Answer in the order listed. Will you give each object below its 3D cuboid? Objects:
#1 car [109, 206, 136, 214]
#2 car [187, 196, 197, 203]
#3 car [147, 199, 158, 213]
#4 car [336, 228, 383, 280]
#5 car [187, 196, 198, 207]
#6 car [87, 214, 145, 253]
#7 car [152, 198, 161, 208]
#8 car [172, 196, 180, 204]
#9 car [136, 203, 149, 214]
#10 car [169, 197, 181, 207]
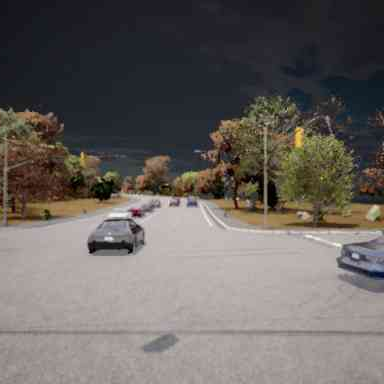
[{"bbox_3d":[-7.091,2.334,33.041,1.812,1.442,4.674,0,-1,0],"label":"car"},{"bbox_3d":[-0.062,1.662,74.769,1.882,1.535,5.008,0,1,-3],"label":"car"},{"bbox_3d":[-7.014,2.378,51.812,2.033,1.411,5.357,0,1,1],"label":"car"},{"bbox_3d":[6.792,1.727,9.009,5.357,1.411,2.033,0,-2,-6],"label":"car"},{"bbox_3d":[0.028,1.921,64.593,2.097,1.767,4.553,0,1,0],"label":"car"},{"bbox_3d":[-3.393,1.926,15.568,1.994,1.385,4.181,0,-2,0],"label":"car"},{"bbox_3d":[-6.972,1.980,61.971,2.097,1.767,4.553,0,1,0],"label":"car"},{"bbox_3d":[-3.585,1.842,75.041,1.837,1.490,4.892,0,1,-3],"label":"car"},{"bbox_3d":[-7.070,2.493,42.066,1.895,1.301,4.718,0,0,0],"label":"car"},{"bbox_3d":[-3.472,2.085,65.067,1.812,1.442,4.674,0,1,0],"label":"car"}]
